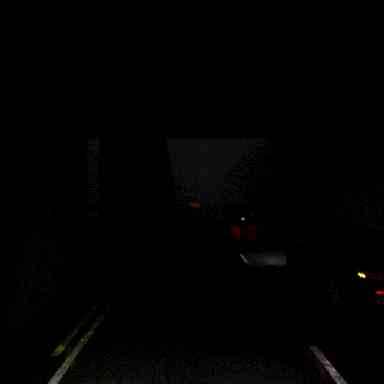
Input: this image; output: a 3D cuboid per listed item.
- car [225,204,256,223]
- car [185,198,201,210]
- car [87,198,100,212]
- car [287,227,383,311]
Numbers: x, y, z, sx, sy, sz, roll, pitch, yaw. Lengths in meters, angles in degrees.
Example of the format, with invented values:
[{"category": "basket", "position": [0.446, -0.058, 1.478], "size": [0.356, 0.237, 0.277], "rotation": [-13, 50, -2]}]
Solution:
[{"category": "car", "position": [3.600, 1.591, 25.679], "size": [1.895, 1.301, 4.718], "rotation": [0, 0, 0]}, {"category": "car", "position": [0.098, 1.463, 41.879], "size": [1.882, 1.535, 5.008], "rotation": [0, 0, 0]}, {"category": "car", "position": [-10.595, 1.464, 38.198], "size": [1.882, 1.535, 5.008], "rotation": [0, 0, 0]}, {"category": "car", "position": [3.599, 1.523, 7.596], "size": [1.812, 1.442, 4.674], "rotation": [0, 0, 0]}]
